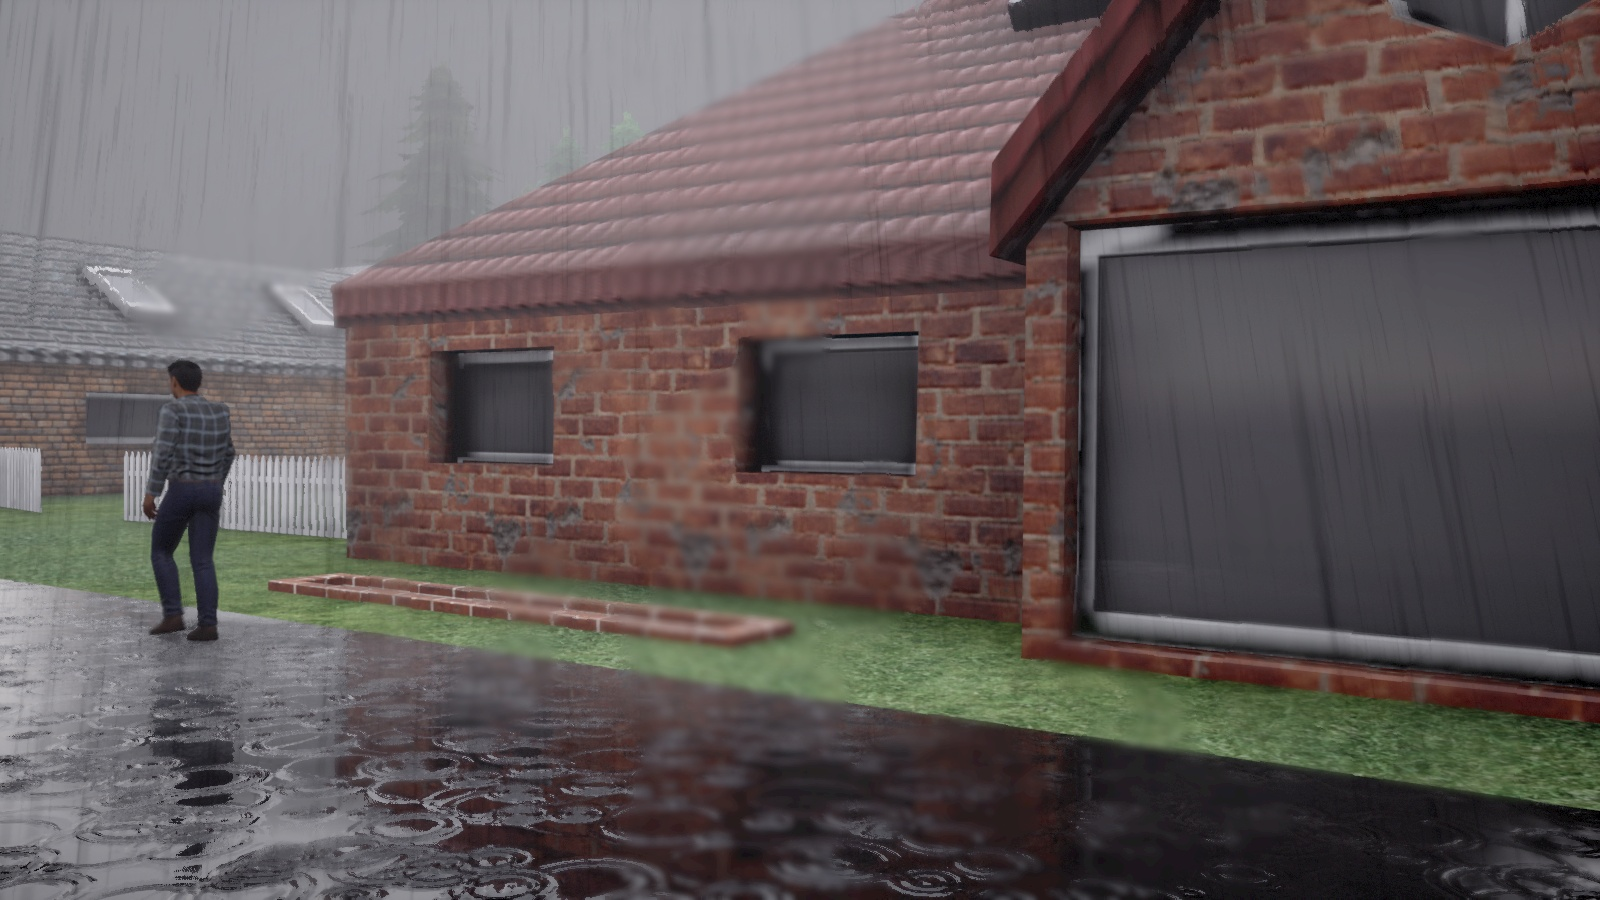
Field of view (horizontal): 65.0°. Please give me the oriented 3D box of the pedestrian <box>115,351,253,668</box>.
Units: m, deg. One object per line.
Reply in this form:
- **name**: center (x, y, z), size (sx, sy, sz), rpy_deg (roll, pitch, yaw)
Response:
- **pedestrian**: center (-3.981, 0.366, 8.111), size (0.788, 1.949, 0.423), rpy_deg (0, 1, 32)
